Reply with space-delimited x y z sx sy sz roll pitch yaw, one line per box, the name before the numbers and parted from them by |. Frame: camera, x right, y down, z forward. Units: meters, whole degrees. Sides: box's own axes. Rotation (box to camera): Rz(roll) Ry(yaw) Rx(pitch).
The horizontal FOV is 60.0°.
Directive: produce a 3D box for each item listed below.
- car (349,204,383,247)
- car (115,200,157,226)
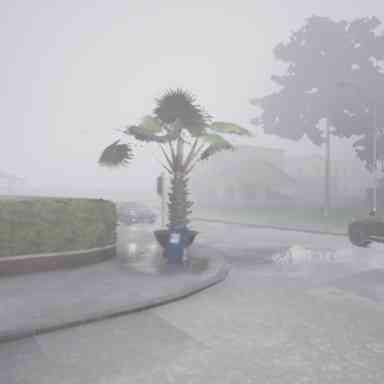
car | 8.253 1.304 12.407 2.150 2.045 5.566 1 0 -7
car | -4.417 1.414 24.438 2.097 1.767 4.553 0 0 -35
